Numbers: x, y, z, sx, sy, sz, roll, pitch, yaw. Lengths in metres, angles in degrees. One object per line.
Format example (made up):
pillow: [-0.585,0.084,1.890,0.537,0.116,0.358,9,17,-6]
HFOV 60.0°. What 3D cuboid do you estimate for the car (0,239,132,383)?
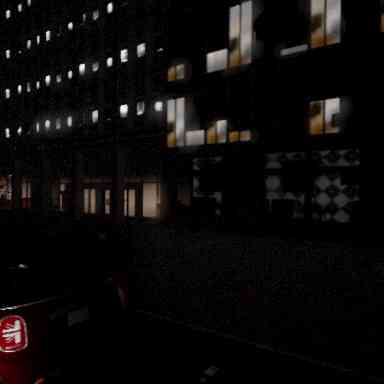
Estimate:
car: [-2.865,1.434,4.908,4.097,1.590,1.967,0,1,36]
